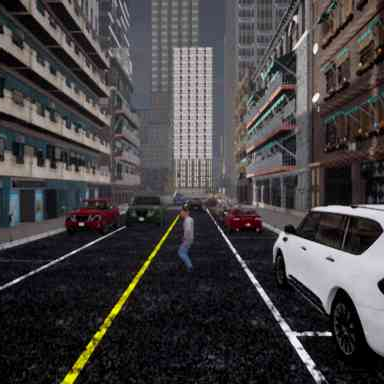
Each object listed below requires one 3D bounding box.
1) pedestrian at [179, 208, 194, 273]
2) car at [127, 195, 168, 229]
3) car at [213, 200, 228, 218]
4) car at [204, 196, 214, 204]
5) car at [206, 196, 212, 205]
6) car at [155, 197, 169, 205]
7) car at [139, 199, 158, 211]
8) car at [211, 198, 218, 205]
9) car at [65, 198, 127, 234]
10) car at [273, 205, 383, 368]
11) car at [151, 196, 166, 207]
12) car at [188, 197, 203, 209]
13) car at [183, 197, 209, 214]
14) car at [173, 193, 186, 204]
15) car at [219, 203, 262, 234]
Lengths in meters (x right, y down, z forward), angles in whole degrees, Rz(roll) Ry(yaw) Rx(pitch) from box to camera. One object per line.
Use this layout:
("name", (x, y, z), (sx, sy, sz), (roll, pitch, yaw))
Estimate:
("pedestrian", (-0.091, 1.289, 9.159), (0.375, 1.860, 0.375), (-1, 1, 1))
("car", (-2.903, 1.210, 22.028), (2.150, 2.045, 5.566), (0, 0, 1))
("car", (2.905, 1.539, 24.624), (2.008, 1.369, 4.403), (-1, 0, 1))
("car", (3.256, 1.502, 63.456), (1.752, 1.417, 4.829), (-1, 0, 1))
("car", (3.155, 1.524, 52.240), (1.887, 1.381, 4.507), (-1, 0, 1))
("car", (-5.175, 1.523, 57.854), (1.887, 1.381, 4.507), (-1, 0, 1))
("car", (-5.325, 1.564, 41.283), (1.802, 1.307, 4.206), (-1, 0, 1))
("car", (2.956, 1.511, 30.317), (1.752, 1.417, 4.829), (-1, 0, 1))
("car", (-5.529, 1.306, 19.190), (2.192, 1.841, 5.009), (-1, 0, 1))
("car", (3.052, 1.222, 5.885), (2.150, 2.045, 5.566), (0, 0, 1))
("car", (-5.227, 1.419, 52.330), (1.967, 1.590, 4.097), (-1, 0, 1))
("car", (0.489, 1.486, 45.489), (1.837, 1.490, 4.892), (0, 0, 1))
("car", (0.403, 1.546, 34.611), (1.994, 1.385, 4.181), (0, 0, 1))
("car", (-2.412, 1.252, 65.042), (2.150, 2.045, 5.566), (0, 0, 1))
("car", (2.854, 1.535, 19.100), (1.887, 1.381, 4.507), (-1, 0, 1))
